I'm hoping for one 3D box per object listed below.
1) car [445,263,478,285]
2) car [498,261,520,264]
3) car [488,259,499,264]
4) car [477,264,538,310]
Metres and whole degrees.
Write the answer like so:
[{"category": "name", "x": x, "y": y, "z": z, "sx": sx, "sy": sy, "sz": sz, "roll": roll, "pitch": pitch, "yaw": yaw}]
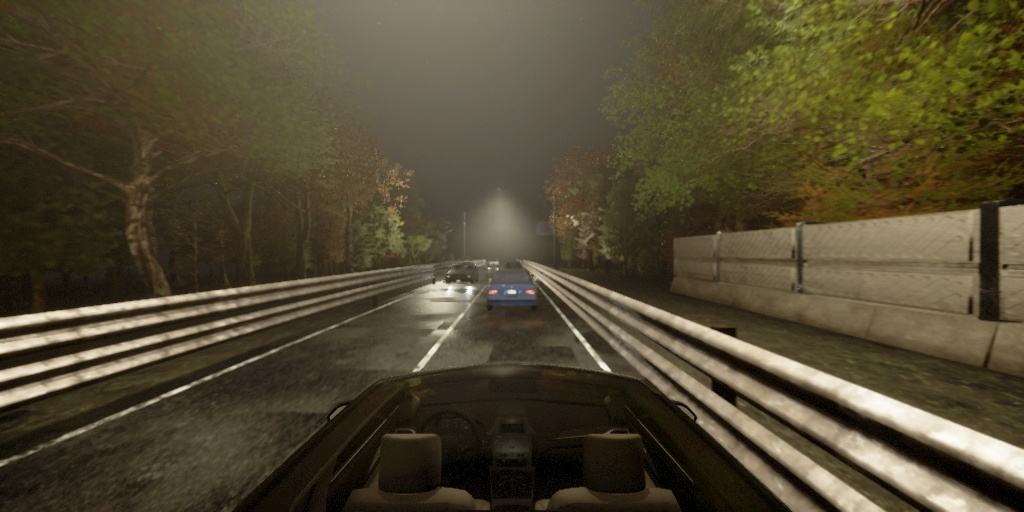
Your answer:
[{"category": "car", "x": -3.342, "y": 1.169, "z": 25.019, "sx": 2.033, "sy": 1.411, "sz": 5.357, "roll": 0, "pitch": 0, "yaw": 0}, {"category": "car", "x": 0.086, "y": 1.175, "z": 32.643, "sx": 2.033, "sy": 1.411, "sz": 5.357, "roll": 0, "pitch": 0, "yaw": 0}, {"category": "car", "x": -3.263, "y": 1.347, "z": 65.136, "sx": 1.812, "sy": 1.442, "sz": 4.674, "roll": 0, "pitch": 0, "yaw": 1}, {"category": "car", "x": 0.016, "y": 1.202, "z": 14.131, "sx": 2.033, "sy": 1.411, "sz": 5.357, "roll": 0, "pitch": 0, "yaw": 1}]
